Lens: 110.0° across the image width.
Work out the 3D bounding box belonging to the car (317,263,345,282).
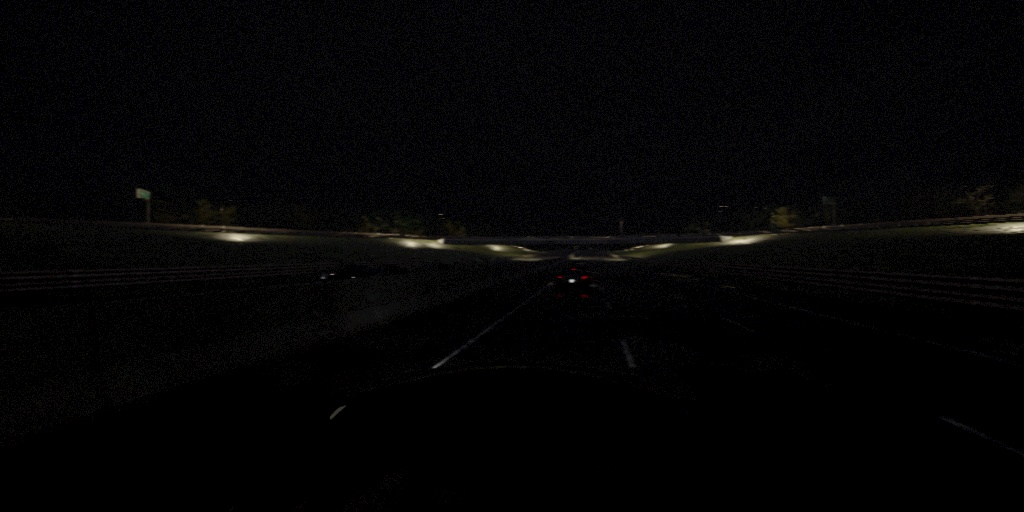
[{"bbox_3d":[-13.011,1.298,28.099,2.128,1.511,4.902,0,0,12],"label":"car"}]

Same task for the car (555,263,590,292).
[{"bbox_3d":[3.765,1.347,22.031,1.994,1.385,4.181,0,0,12],"label":"car"}]

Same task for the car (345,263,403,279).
[{"bbox_3d":[-9.690,1.349,26.901,2.033,1.411,5.357,0,0,12],"label":"car"}]

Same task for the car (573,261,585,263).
[{"bbox_3d":[7.288,1.272,38.945,1.812,1.442,4.674,0,0,12],"label":"car"}]

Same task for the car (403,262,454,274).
[{"bbox_3d":[-6.027,1.273,27.316,1.882,1.535,5.008,0,0,12],"label":"car"}]
